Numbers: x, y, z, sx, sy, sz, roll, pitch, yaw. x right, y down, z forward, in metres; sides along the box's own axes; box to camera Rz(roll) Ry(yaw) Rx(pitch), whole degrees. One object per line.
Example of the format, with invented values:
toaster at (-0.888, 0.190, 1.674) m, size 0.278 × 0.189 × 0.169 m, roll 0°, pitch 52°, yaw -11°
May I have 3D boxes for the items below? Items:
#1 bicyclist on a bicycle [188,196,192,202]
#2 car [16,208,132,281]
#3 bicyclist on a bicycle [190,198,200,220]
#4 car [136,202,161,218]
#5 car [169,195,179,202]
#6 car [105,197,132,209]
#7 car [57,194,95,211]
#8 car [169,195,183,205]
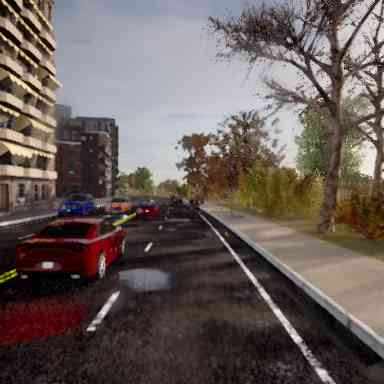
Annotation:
bicyclist on a bicycle at (-0.071, 1.338, 35.781) m, size 0.659 × 1.776 × 1.843 m, roll 0°, pitch 0°, yaw -3°
car at (-3.247, 1.474, 9.888) m, size 1.882 × 1.535 × 5.008 m, roll 0°, pitch 0°, yaw -1°
bicyclist on a bicycle at (0.378, 1.429, 25.846) m, size 0.582 × 1.620 × 1.656 m, roll 0°, pitch 0°, yaw -2°
car at (-3.832, 1.543, 29.658) m, size 1.994 × 1.385 × 4.181 m, roll 0°, pitch 0°, yaw -2°
car at (-4.136, 1.400, 75.152) m, size 1.882 × 1.535 × 5.008 m, roll 0°, pitch 0°, yaw -6°
car at (-7.494, 1.333, 34.231) m, size 2.097 × 1.767 × 4.553 m, roll 0°, pitch 0°, yaw -3°
car at (-10.573, 1.210, 30.905) m, size 2.150 × 2.045 × 5.566 m, roll 0°, pitch 0°, yaw -3°
car at (-2.563, 1.490, 59.369) m, size 2.033 × 1.411 × 5.357 m, roll 0°, pitch 0°, yaw -4°
